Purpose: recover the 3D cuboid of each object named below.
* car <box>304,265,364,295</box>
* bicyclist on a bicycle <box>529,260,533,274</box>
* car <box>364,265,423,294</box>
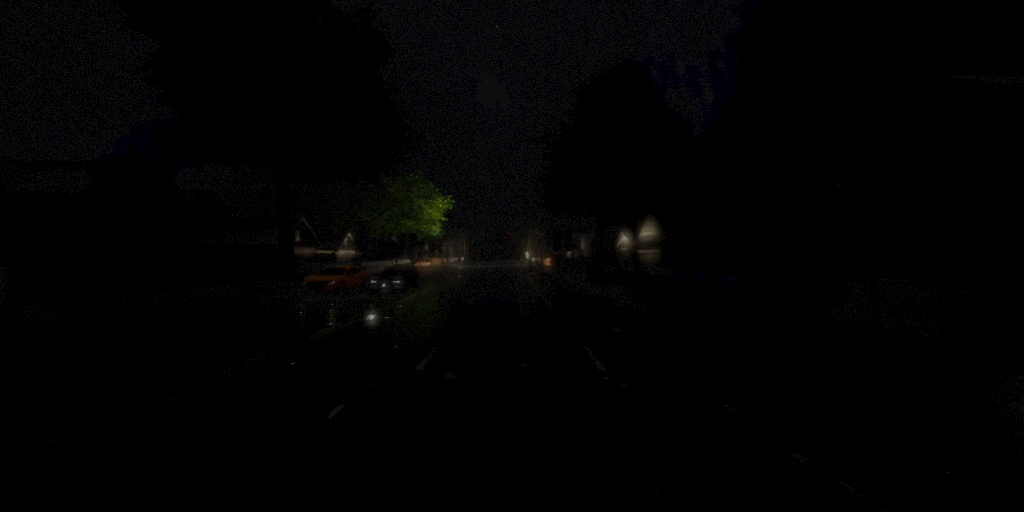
[{"bbox_3d":[-9.850,1.294,20.550,1.882,1.535,5.008,0,0,0],"label":"car"},{"bbox_3d":[2.321,1.353,43.403,0.582,1.620,1.656,0,0,1],"label":"bicyclist on a bicycle"},{"bbox_3d":[-6.599,1.324,21.022,1.837,1.490,4.892,0,0,0],"label":"car"}]
